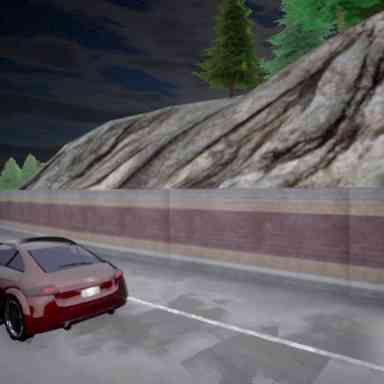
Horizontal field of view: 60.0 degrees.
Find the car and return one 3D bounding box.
[{"bbox_3d":[-3.212,1.591,6.636,4.181,1.385,1.994,0,0,38],"label":"car"}]
